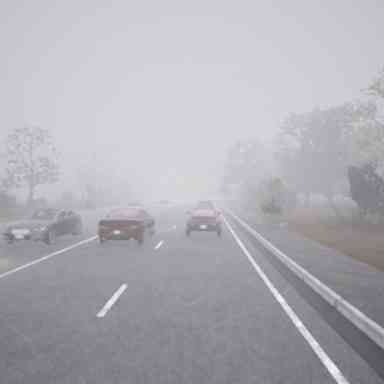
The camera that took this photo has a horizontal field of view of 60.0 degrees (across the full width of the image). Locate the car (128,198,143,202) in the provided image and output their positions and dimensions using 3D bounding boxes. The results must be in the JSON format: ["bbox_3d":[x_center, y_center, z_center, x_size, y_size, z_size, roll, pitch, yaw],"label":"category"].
[{"bbox_3d":[-8.646,1.586,50.614,1.994,1.385,4.181,0,0,3],"label":"car"}]

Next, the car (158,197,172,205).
[{"bbox_3d":[-4.758,1.563,58.879,1.812,1.442,4.674,0,0,3],"label":"car"}]

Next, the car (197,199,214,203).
[{"bbox_3d":[1.563,1.527,39.897,2.128,1.511,4.902,0,0,2],"label":"car"}]

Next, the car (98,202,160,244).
[{"bbox_3d":[-2.965,1.485,15.991,1.882,1.535,5.008,0,0,2],"label":"car"}]

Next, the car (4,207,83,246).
[{"bbox_3d":[-6.688,1.491,15.504,2.128,1.511,4.902,0,0,2],"label":"car"}]

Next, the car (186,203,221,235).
[{"bbox_3d":[0.654,1.543,18.656,1.812,1.442,4.674,0,0,2],"label":"car"}]
